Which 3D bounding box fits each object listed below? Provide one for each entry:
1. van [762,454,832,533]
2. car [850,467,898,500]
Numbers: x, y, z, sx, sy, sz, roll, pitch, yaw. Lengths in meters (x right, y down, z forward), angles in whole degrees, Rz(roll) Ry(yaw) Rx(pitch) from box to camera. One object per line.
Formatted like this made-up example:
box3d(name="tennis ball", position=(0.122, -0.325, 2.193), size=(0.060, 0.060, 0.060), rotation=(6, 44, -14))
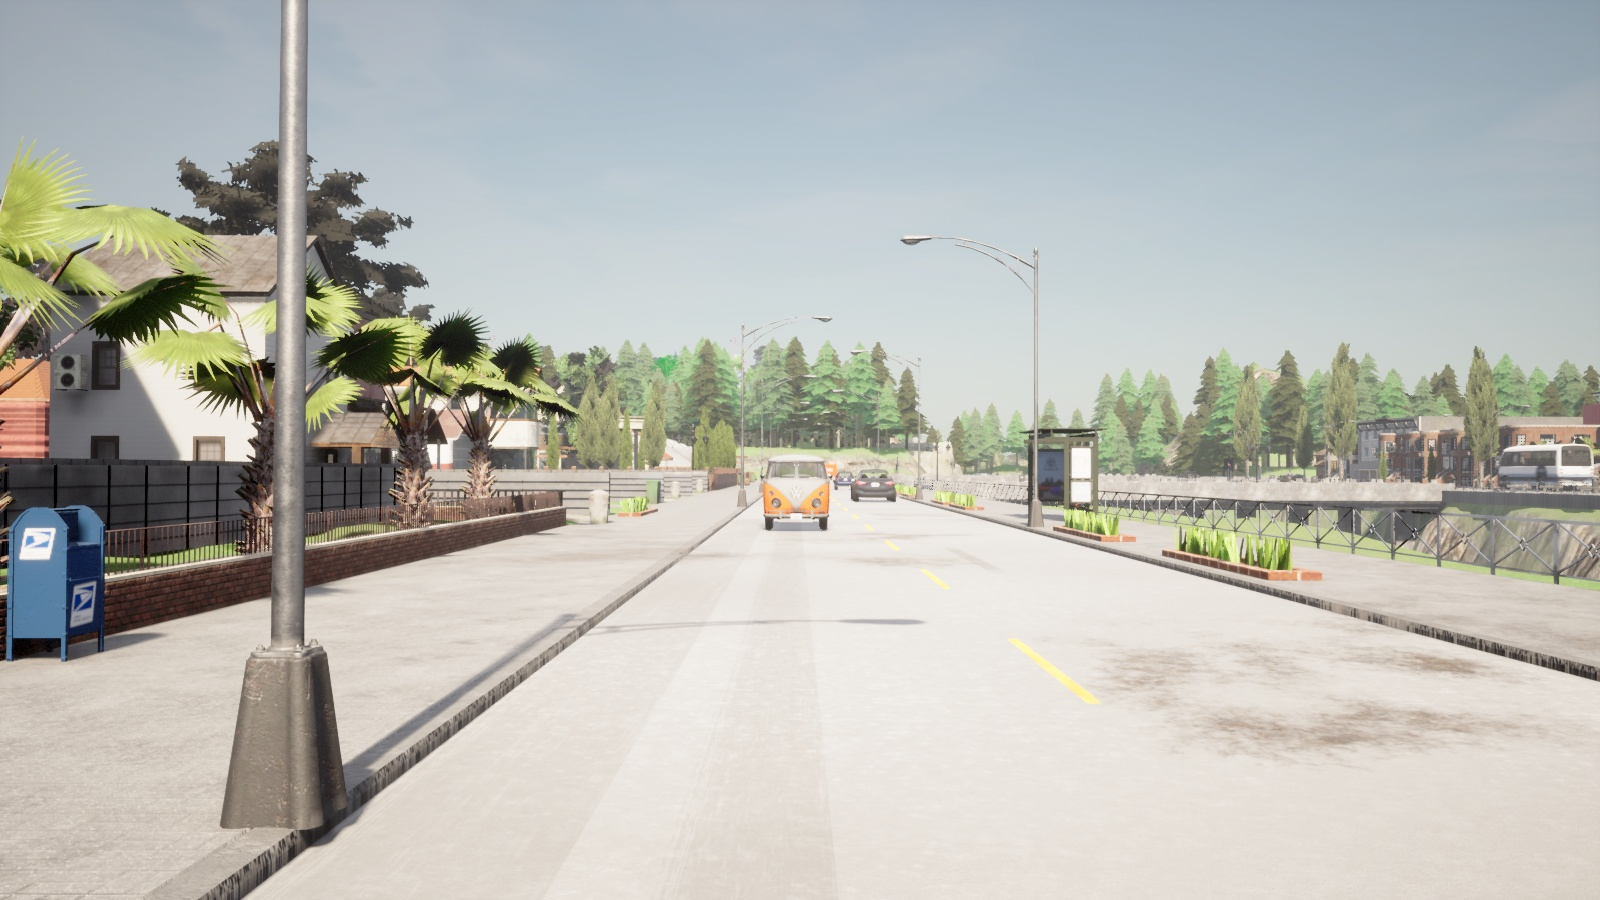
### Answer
box3d(name="van", position=(-0.087, 1.136, 33.940), size=(1.775, 1.987, 4.442), rotation=(0, -1, 0))
box3d(name="car", position=(3.833, 1.747, 65.896), size=(2.242, 1.667, 4.611), rotation=(0, -1, 0))
